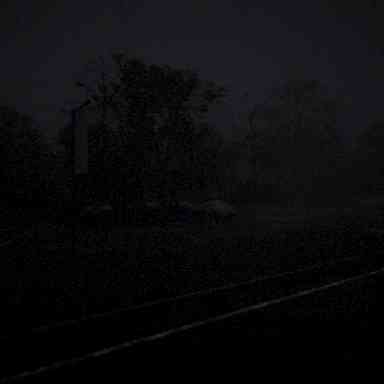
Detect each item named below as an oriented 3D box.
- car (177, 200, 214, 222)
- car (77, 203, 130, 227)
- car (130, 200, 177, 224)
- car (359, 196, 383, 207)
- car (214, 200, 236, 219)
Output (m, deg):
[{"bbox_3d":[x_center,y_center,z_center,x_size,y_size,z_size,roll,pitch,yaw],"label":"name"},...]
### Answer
[{"bbox_3d":[-0.866,1.393,25.916,2.097,1.535,5.008,0,0,-35],"label":"car"},{"bbox_3d":[-6.197,1.460,22.112,2.002,1.452,4.674,0,0,-35],"label":"car"},{"bbox_3d":[-3.527,1.408,24.009,2.231,1.521,4.892,0,0,-35],"label":"car"},{"bbox_3d":[24.916,1.268,44.246,2.097,1.535,5.008,0,0,-35],"label":"car"},{"bbox_3d":[1.704,1.420,27.735,2.002,1.452,4.674,0,0,-35],"label":"car"}]
